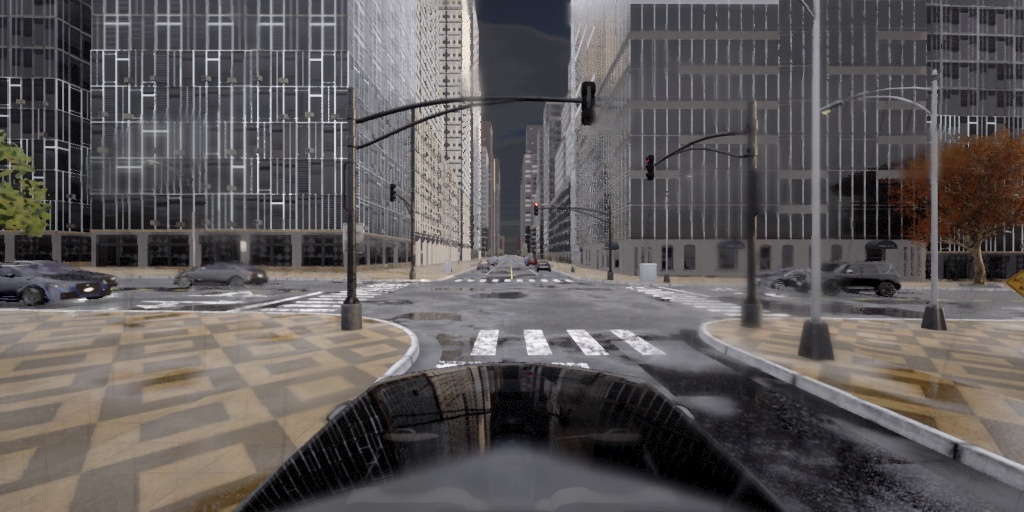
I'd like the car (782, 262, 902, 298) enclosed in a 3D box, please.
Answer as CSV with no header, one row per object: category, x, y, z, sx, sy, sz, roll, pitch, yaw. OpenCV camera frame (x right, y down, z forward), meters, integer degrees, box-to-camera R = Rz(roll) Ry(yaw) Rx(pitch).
car,19.896,1.354,21.478,5.566,2.045,2.150,1,0,-3

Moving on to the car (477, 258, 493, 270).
car,-4.028,1.342,51.190,1.802,1.307,4.207,0,0,0

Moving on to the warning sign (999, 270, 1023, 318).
warning sign,17.274,1.204,11.896,1.060,1.860,1.300,0,0,-3

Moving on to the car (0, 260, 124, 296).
car,-21.308,0.931,16.111,5.357,1.411,2.033,1,0,-3

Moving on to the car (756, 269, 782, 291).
car,19.151,1.609,24.697,4.902,1.511,2.128,1,0,-3

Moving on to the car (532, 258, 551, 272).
car,3.925,1.328,45.698,1.948,1.339,4.313,0,0,0

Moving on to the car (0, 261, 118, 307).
car,-17.485,1.018,13.036,4.181,1.385,1.994,1,0,-3

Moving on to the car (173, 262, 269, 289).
car,-15.906,1.045,19.762,4.181,1.385,1.994,1,0,-2
